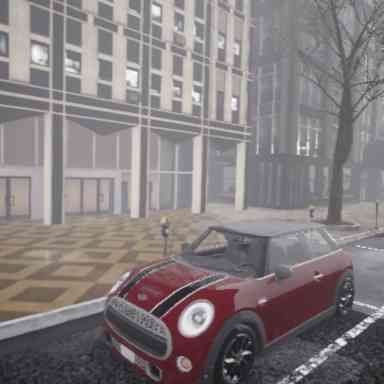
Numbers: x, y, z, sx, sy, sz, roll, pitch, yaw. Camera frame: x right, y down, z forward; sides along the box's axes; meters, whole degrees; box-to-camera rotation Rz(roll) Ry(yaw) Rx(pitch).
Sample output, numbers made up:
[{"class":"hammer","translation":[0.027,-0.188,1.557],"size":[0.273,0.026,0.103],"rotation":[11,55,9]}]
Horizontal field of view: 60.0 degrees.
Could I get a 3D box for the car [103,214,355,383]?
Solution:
[{"class":"car","translation":[0.773,1.201,4.951],"size":[4.097,1.590,1.967],"rotation":[-1,4,-43]}]
